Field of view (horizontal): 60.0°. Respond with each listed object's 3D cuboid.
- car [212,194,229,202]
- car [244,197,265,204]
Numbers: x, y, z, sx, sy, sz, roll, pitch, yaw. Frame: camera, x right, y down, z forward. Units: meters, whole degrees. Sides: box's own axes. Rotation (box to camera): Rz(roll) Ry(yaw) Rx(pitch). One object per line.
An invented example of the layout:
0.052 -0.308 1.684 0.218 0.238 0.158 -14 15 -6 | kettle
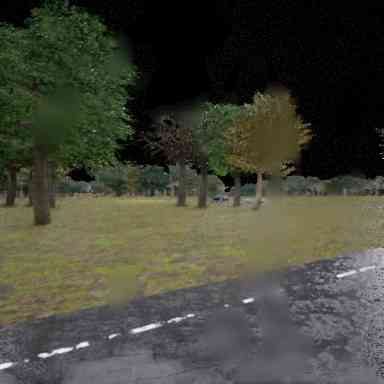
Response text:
6.635 1.352 78.092 2.097 1.767 4.553 1 0 -34 | car
12.861 1.727 68.794 1.895 1.301 4.718 1 -1 -34 | car
